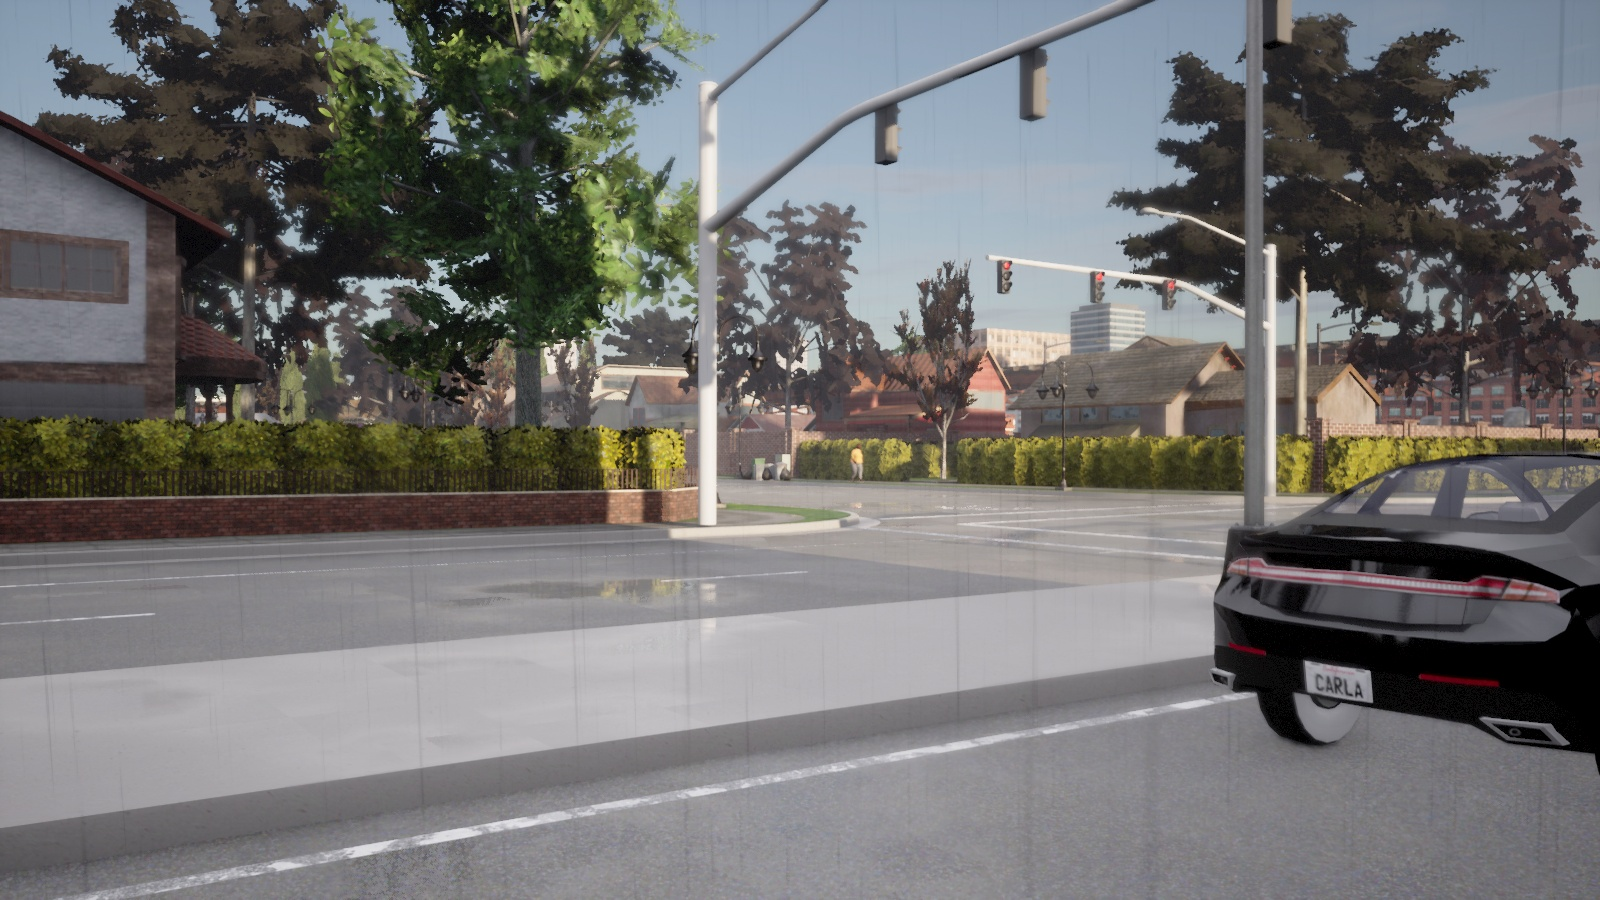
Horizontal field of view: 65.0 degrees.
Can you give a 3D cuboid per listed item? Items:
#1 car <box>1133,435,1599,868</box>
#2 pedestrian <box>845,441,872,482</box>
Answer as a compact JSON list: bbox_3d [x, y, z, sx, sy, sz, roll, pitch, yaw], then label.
[{"bbox_3d":[4.234,0.706,6.605,4.902,1.511,2.128,0,0,-35],"label":"car"},{"bbox_3d":[2.656,0.532,57.367,0.874,1.855,0.900,0,0,-34],"label":"pedestrian"}]
